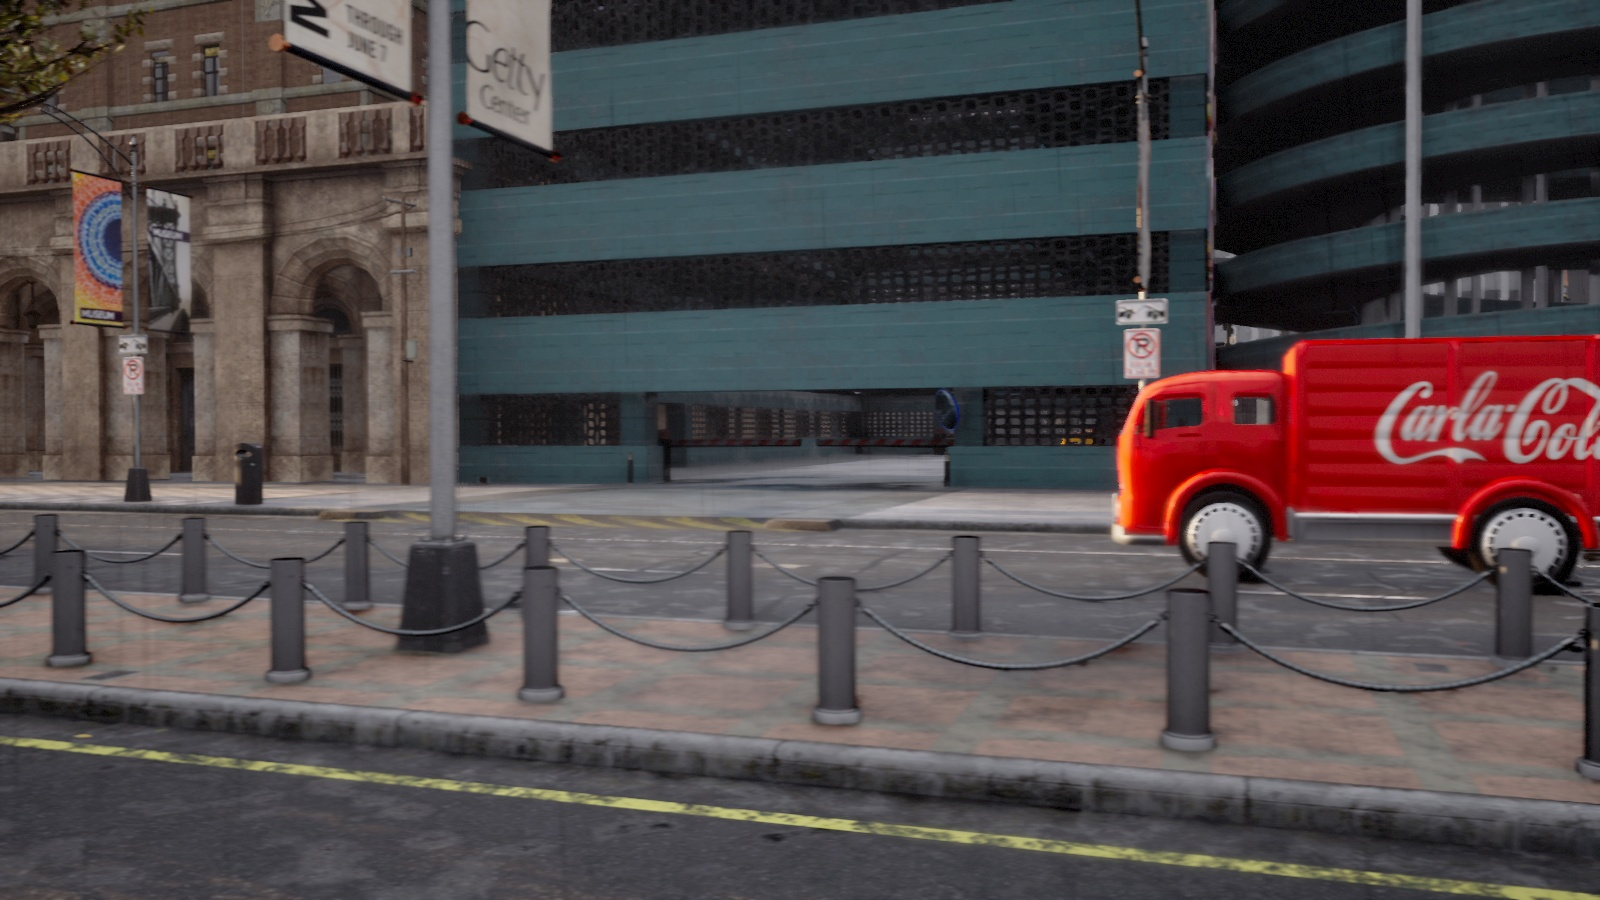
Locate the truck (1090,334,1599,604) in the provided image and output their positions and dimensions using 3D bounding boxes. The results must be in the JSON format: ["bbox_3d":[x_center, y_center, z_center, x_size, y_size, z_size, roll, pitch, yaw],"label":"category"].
[{"bbox_3d":[5.881,0.147,13.339,5.204,2.467,2.627,0,1,19],"label":"truck"}]

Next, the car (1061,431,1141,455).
[{"bbox_3d":[19.950,-0.454,83.265,5.008,1.535,1.882,1,1,18],"label":"car"}]
